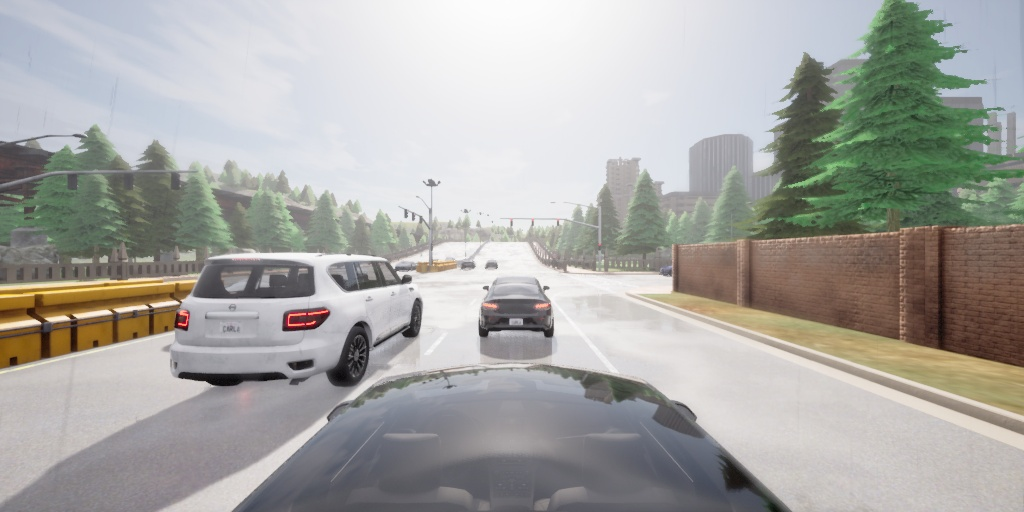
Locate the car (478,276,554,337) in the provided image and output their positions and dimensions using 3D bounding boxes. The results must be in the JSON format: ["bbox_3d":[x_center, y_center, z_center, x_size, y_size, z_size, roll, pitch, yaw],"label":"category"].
[{"bbox_3d":[0.116,1.276,10.146,1.812,1.442,4.674,0,0,1],"label":"car"}]

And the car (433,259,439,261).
[{"bbox_3d":[-13.774,1.257,62.842,1.837,1.490,4.892,0,0,0],"label":"car"}]

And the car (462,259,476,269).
[{"bbox_3d":[-6.633,1.241,55.523,2.128,1.511,4.902,0,0,0],"label":"car"}]

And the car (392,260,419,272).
[{"bbox_3d":[-13.787,1.297,46.675,2.033,1.411,5.357,0,0,-2],"label":"car"}]

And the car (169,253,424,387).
[{"bbox_3d":[-3.416,0.971,7.091,2.150,2.045,5.566,0,0,1],"label":"car"}]

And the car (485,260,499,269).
[{"bbox_3d":[-3.142,1.275,56.584,1.812,1.442,4.674,0,0,0],"label":"car"}]

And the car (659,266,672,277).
[{"bbox_3d":[17.054,1.276,35.442,4.674,1.442,1.812,0,0,0],"label":"car"}]
